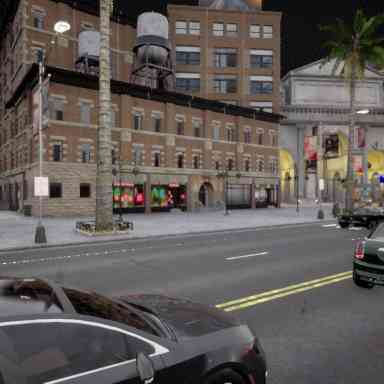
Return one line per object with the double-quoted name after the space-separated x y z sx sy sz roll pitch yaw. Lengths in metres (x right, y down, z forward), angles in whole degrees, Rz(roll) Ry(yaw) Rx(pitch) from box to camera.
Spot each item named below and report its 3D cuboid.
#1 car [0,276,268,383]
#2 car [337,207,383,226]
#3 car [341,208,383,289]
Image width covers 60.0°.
-1.477 1.505 2.685 4.892 1.490 1.837 0 0 -36 "car"
10.944 1.601 20.361 4.718 1.301 1.895 0 0 -35 "car"
5.902 1.352 7.977 4.553 1.767 2.097 0 0 -35 "car"
